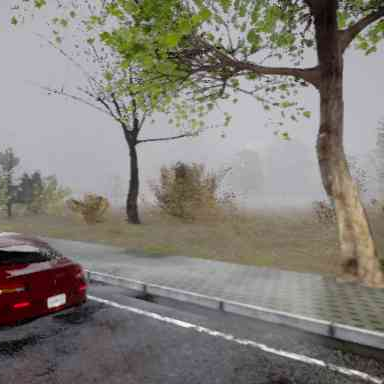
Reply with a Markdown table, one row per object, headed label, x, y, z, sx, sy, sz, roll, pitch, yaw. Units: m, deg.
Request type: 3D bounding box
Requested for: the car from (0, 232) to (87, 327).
| label | x | y | z | sx | sy | sz | roll | pitch | yaw |
| --- | --- | --- | --- | --- | --- | --- | --- | --- | --- |
| car | -3.984 | 1.530 | 6.526 | 4.674 | 1.442 | 1.812 | 0 | 0 | 35 |
